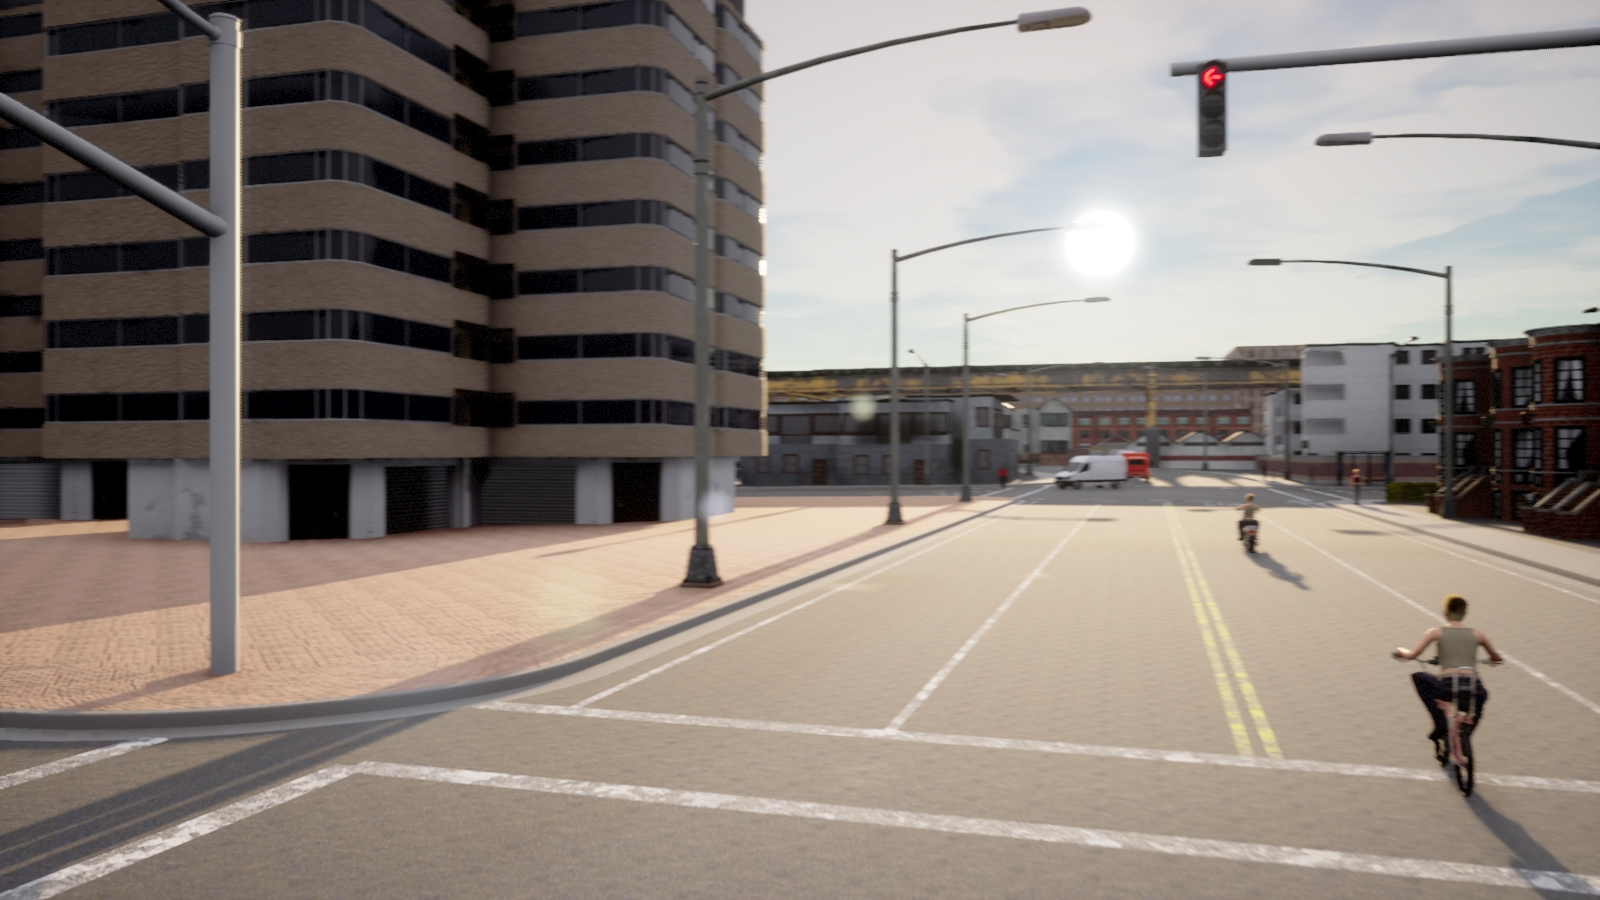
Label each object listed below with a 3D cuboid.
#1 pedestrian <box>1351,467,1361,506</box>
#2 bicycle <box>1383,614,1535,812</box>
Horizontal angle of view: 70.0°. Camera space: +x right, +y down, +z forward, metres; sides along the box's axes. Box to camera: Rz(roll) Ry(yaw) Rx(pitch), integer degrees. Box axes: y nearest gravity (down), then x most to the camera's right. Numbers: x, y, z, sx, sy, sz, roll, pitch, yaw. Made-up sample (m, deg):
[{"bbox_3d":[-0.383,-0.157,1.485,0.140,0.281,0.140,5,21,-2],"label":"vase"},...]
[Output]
[{"bbox_3d":[27.165,1.781,55.806,0.375,1.860,0.375,0,0,16],"label":"pedestrian"},{"bbox_3d":[5.538,2.160,9.700,0.859,1.301,1.487,0,0,20],"label":"bicycle"}]
